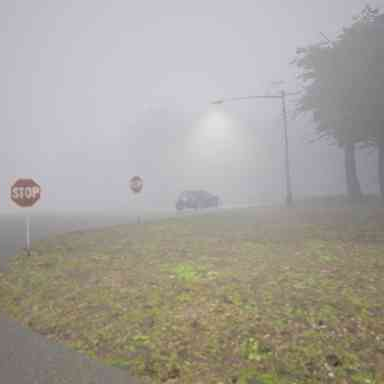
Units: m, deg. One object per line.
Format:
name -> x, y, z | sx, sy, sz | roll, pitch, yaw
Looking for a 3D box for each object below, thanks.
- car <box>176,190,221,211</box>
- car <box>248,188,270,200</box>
car -> 0.620, 0.615, 27.893 | 2.097, 1.767, 4.553 | -4, -1, 34
car -> 11.338, 0.327, 56.034 | 2.150, 2.045, 5.566 | -4, -1, 34
